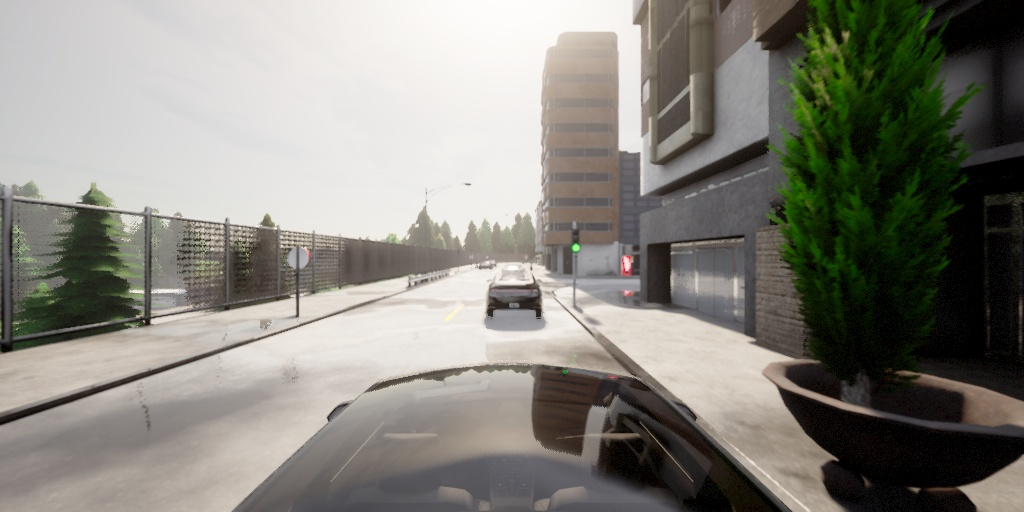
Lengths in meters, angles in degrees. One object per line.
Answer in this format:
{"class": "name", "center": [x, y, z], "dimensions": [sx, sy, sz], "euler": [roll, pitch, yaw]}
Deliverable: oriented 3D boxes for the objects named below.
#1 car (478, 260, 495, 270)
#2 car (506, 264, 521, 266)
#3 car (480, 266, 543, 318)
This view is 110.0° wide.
{"class": "car", "center": [-4.053, 1.479, 54.876], "dimensions": [1.994, 1.385, 4.181], "euler": [0, 0, 0]}
{"class": "car", "center": [0.090, 1.382, 28.926], "dimensions": [2.033, 1.411, 5.357], "euler": [0, 0, 0]}
{"class": "car", "center": [0.079, 1.278, 13.220], "dimensions": [2.128, 1.511, 4.902], "euler": [0, 0, 0]}
